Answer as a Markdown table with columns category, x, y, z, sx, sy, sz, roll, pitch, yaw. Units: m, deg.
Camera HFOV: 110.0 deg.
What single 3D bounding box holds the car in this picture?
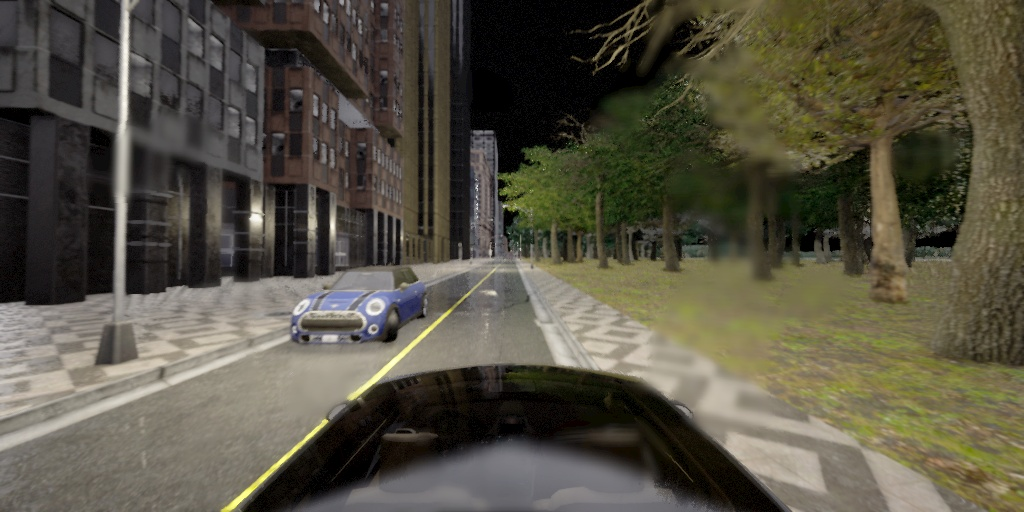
| category | x | y | z | sx | sy | sz | roll | pitch | yaw |
| --- | --- | --- | --- | --- | --- | --- | --- | --- | --- |
| car | -3.701 | 1.074 | 9.530 | 2.097 | 1.767 | 4.553 | 0 | 0 | 0 |
